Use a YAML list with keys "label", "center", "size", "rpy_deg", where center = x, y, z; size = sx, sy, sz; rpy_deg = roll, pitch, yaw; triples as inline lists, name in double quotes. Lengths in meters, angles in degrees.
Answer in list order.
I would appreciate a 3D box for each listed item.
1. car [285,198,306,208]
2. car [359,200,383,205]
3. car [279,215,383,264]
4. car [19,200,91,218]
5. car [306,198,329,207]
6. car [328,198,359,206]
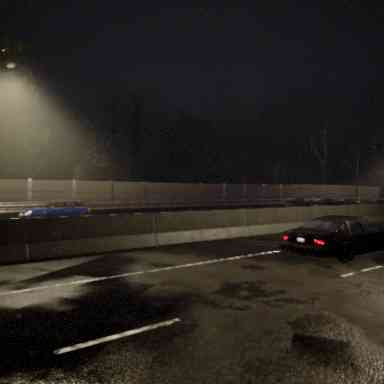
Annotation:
- label: "car"
  center: [14.446, 1.543, 44.372]
  size: [4.902, 1.511, 2.128]
  rpy_deg: [0, 0, -35]
- label: "car"
  center: [20.673, 1.599, 35.927]
  size: [5.357, 1.411, 2.033]
  rpy_deg: [0, 0, -35]
- label: "car"
  center: [5.476, 1.558, 11.952]
  size: [5.357, 1.411, 2.033]
  rpy_deg: [0, 0, -36]
- label: "car"
  center: [-9.438, 1.356, 23.057]
  size: [4.553, 1.767, 2.097]
  rpy_deg: [0, 0, -36]
- label: "car"
  center: [17.130, 1.544, 41.991]
  size: [4.902, 1.511, 2.128]
  rpy_deg: [0, 0, -35]
- label: "car"
  center: [18.171, 1.614, 38.437]
  size: [4.181, 1.385, 1.994]
  rpy_deg: [0, 0, -35]
